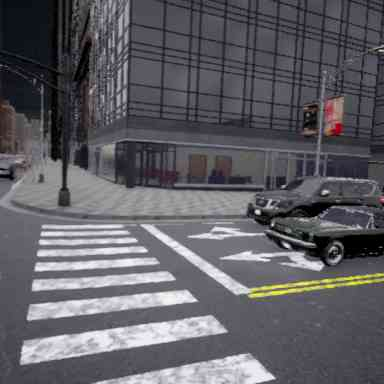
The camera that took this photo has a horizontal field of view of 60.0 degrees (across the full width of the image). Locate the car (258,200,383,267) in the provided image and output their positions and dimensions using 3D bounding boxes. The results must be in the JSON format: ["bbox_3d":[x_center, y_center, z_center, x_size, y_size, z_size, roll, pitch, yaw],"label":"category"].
[{"bbox_3d":[4.413,1.071,9.179,4.718,1.301,1.895,1,5,-24],"label":"car"}]

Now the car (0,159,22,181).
[{"bbox_3d":[-15.104,-1.686,26.637,1.947,1.339,4.313,1,6,-24],"label":"car"}]

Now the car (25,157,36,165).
[{"bbox_3d":[-32.993,-6.330,67.878,1.802,1.307,4.206,1,6,-24],"label":"car"}]

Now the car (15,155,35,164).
[{"bbox_3d":[-26.283,-4.610,52.411,1.887,1.381,4.507,1,6,-24],"label":"car"}]

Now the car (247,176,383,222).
[{"bbox_3d":[4.899,0.415,12.890,5.566,2.045,2.150,1,5,-24],"label":"car"}]

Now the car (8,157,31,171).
[{"bbox_3d":[-21.813,-3.408,42.104,1.802,1.307,4.206,1,6,-24],"label":"car"}]
